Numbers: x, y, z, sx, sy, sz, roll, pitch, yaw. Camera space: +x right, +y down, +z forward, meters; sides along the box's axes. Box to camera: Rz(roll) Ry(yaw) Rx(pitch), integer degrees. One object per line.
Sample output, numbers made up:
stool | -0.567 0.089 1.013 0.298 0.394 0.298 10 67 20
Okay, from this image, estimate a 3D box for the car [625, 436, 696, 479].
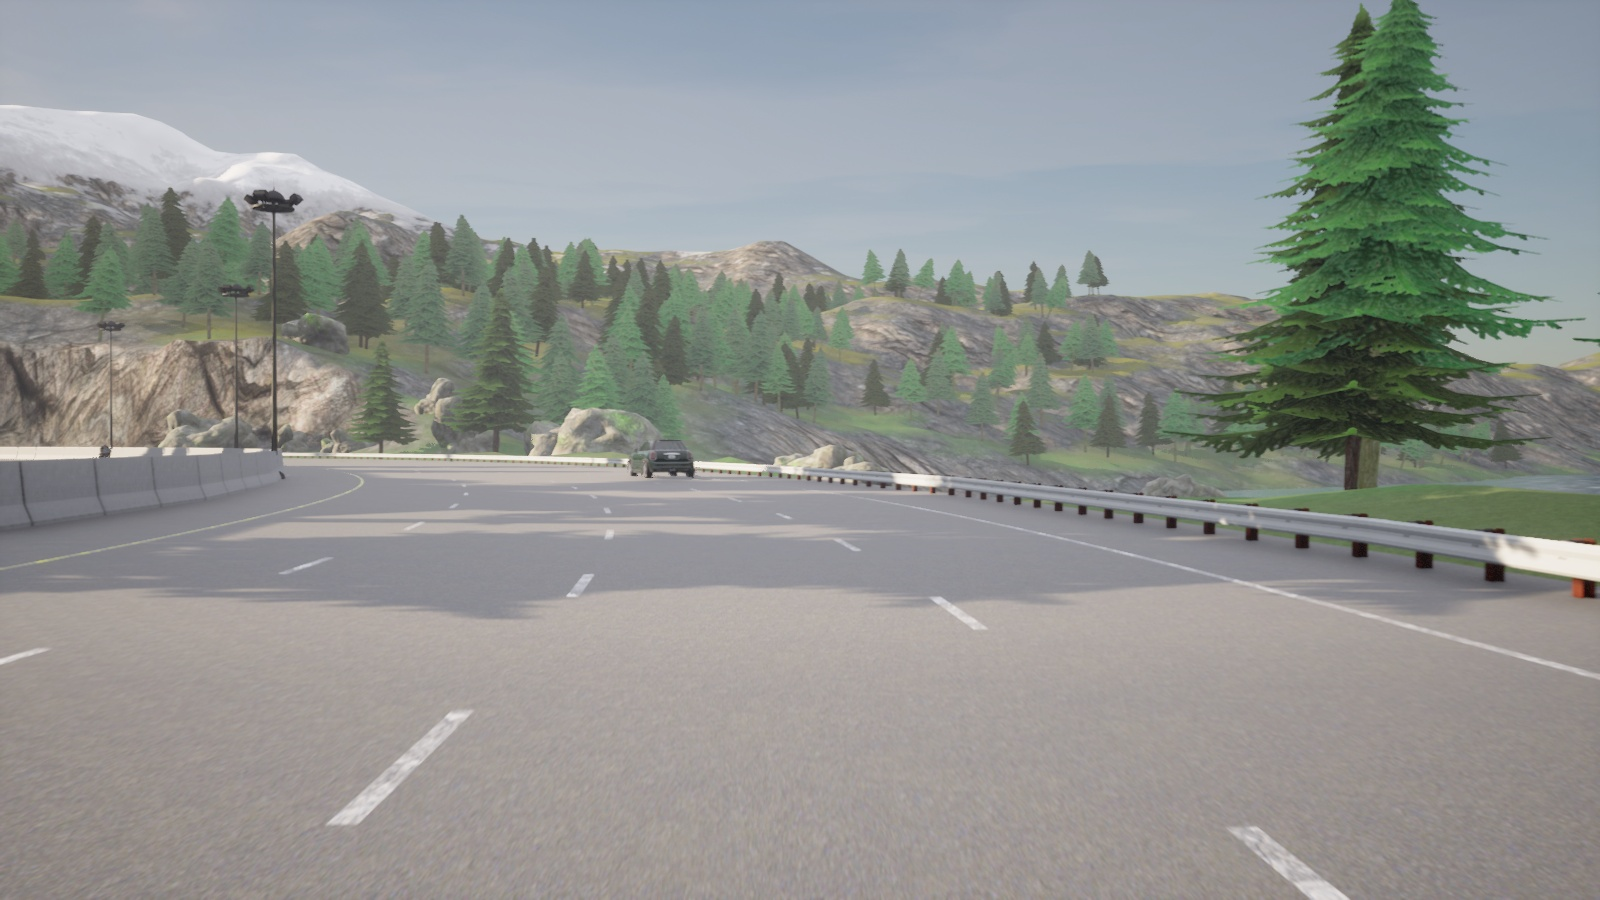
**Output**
car | -6.151 0.292 54.771 2.097 1.767 4.553 0 0 -20
